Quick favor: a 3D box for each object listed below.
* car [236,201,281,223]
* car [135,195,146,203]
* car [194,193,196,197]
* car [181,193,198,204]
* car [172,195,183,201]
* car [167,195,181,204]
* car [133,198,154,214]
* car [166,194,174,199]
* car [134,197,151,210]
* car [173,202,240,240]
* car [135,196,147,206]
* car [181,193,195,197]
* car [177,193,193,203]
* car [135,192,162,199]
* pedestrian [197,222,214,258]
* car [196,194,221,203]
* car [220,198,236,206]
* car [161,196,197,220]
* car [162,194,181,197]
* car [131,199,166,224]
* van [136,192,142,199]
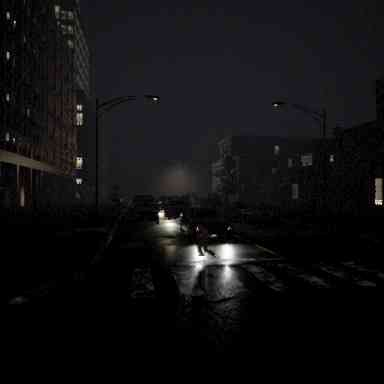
[{"bbox_3d":[5.031,1.441,24.806,1.752,1.417,4.829,1,0,-10],"label":"car"},{"bbox_3d":[-9.619,1.281,61.479,1.947,1.339,4.313,1,0,-10],"label":"car"},{"bbox_3d":[0.451,1.328,52.110,1.752,1.417,4.829,1,0,-10],"label":"car"},{"bbox_3d":[-0.435,1.097,57.403,2.192,1.841,5.009,1,0,-10],"label":"car"},{"bbox_3d":[-3.186,1.286,73.785,1.947,1.339,4.313,1,0,-10],"label":"car"},{"bbox_3d":[-3.030,1.273,56.584,1.837,1.490,4.892,0,0,-10],"label":"car"},{"bbox_3d":[-5.038,1.375,34.176,2.008,1.369,4.403,1,0,-10],"label":"car"},{"bbox_3d":[-5.934,1.244,90.167,1.802,1.307,4.206,1,0,-10],"label":"car"},{"bbox_3d":[-5.954,1.346,39.636,1.887,1.381,4.507,1,0,-10],"label":"car"},{"bbox_3d":[0.504,1.463,16.776,2.033,1.411,5.357,0,0,-10],"label":"car"},{"bbox_3d":[-7.758,1.283,50.390,1.752,1.417,4.829,1,0,-10],"label":"car"},{"bbox_3d":[-1.263,1.287,46.343,1.882,1.535,5.008,0,0,-9],"label":"car"},{"bbox_3d":[-1.351,1.076,62.863,2.192,1.841,5.009,1,0,-10],"label":"car"},{"bbox_3d":[-4.120,1.162,28.715,2.192,1.841,5.009,1,0,-10],"label":"car"},{"bbox_3d":[0.409,1.509,10.995,0.375,1.300,0.375,1,0,-10],"label":"pedestrian"},{"bbox_3d":[2.313,1.162,41.020,2.192,1.841,5.009,1,0,-10],"label":"car"},{"bbox_3d":[4.143,1.475,30.100,1.802,1.307,4.206,1,0,-10],"label":"car"},{"bbox_3d":[-1.151,1.350,26.618,1.882,1.535,5.008,0,0,-9],"label":"car"},{"bbox_3d":[-2.823,1.181,36.691,2.097,1.767,4.553,0,0,-10],"label":"car"},{"bbox_3d":[-3.206,1.422,23.254,2.008,1.369,4.403,1,0,-10],"label":"car"},{"bbox_3d":[-14.197,0.958,88.782,1.690,1.788,3.998,1,0,-10],"label":"van"}]
